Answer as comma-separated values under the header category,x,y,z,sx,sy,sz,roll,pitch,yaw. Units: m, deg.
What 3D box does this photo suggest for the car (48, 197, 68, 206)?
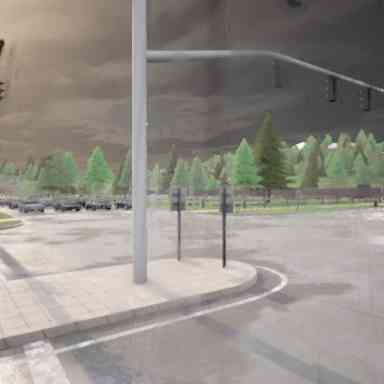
category,x,y,z,sx,sy,sz,roll,pitch,yaw
car,-21.956,1.488,54.412,1.994,1.385,4.181,0,0,-35

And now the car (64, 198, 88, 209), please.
category,x,y,z,sx,sy,sz,roll,pitch,yaw
car,-16.170,1.531,46.282,1.895,1.301,4.718,0,0,-36

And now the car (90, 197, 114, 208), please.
category,x,y,z,sx,sy,sz,roll,pitch,yaw
car,-13.041,1.484,47.936,1.994,1.385,4.181,0,0,-35

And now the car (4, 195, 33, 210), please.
category,x,y,z,sx,sy,sz,roll,pitch,yaw
car,-22.693,1.498,43.367,2.033,1.411,5.357,0,0,-36

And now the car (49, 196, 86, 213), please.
category,x,y,z,sx,sy,sz,roll,pitch,yaw
car,-14.049,1.493,37.301,2.033,1.411,5.357,0,0,-36

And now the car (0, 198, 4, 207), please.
category,x,y,z,sx,sy,sz,roll,pitch,yaw
car,-28.473,1.509,51.490,1.994,1.385,4.181,0,0,-35

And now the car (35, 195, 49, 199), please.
category,x,y,z,sx,sy,sz,roll,pitch,yaw
car,-19.483,1.466,44.900,1.812,1.442,4.674,0,0,-35

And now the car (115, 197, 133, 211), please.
category,x,y,z,sx,sy,sz,roll,pitch,yaw
car,-7.881,1.430,40.711,1.837,1.490,4.892,0,0,-36

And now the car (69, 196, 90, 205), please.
category,x,y,z,sx,sy,sz,roll,pitch,yaw
car,-19.121,1.461,56.476,2.033,1.411,5.357,0,0,-35

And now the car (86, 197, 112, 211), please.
category,x,y,z,sx,sy,sz,roll,pitch,yaw
car,-11.079,1.499,39.166,1.994,1.385,4.181,0,0,-36

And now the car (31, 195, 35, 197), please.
category,x,y,z,sx,sy,sz,roll,pitch,yaw
car,-25.123,1.287,52.816,2.097,1.767,4.553,0,0,-35

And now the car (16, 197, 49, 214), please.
category,x,y,z,sx,sy,sz,roll,pitch,yaw
car,-17.077,1.557,35.517,1.895,1.301,4.718,0,0,-36
